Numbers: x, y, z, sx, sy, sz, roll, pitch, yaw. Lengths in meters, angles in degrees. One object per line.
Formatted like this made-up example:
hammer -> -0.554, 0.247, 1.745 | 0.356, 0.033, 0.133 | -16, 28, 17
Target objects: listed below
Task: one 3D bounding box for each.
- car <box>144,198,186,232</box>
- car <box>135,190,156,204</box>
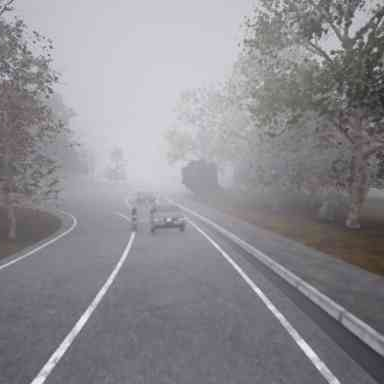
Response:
car -> -1.509, 1.333, 18.914 | 2.033, 1.411, 5.357 | -1, 2, -9
car -> -4.984, 0.474, 35.188 | 1.895, 1.301, 4.718 | -1, 5, -13
